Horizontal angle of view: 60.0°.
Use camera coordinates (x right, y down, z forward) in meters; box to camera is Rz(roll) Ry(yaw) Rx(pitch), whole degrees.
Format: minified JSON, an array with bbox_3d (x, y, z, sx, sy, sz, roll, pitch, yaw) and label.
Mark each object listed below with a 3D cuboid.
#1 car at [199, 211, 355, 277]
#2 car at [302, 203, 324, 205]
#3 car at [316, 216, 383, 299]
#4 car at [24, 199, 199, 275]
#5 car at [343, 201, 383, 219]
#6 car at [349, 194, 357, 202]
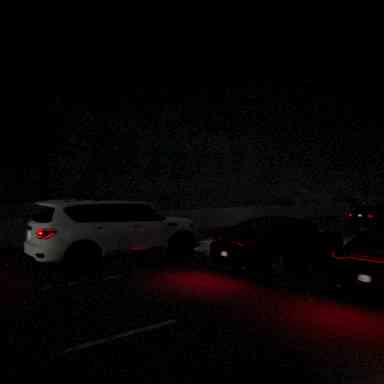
[{"bbox_3d":[2.822,1.493,10.393,5.008,1.535,1.882,0,0,-38],"label":"car"},{"bbox_3d":[17.616,1.629,48.434,1.994,1.385,4.181,0,0,42],"label":"car"},{"bbox_3d":[5.234,1.486,7.839,5.008,1.535,1.882,0,0,-38],"label":"car"},{"bbox_3d":[-2.350,1.244,10.813,5.566,2.045,2.150,0,0,-37],"label":"car"},{"bbox_3d":[12.779,1.574,23.354,5.357,1.411,2.033,0,0,-42],"label":"car"},{"bbox_3d":[22.155,1.284,48.226,2.150,2.045,5.566,0,0,41],"label":"car"}]
